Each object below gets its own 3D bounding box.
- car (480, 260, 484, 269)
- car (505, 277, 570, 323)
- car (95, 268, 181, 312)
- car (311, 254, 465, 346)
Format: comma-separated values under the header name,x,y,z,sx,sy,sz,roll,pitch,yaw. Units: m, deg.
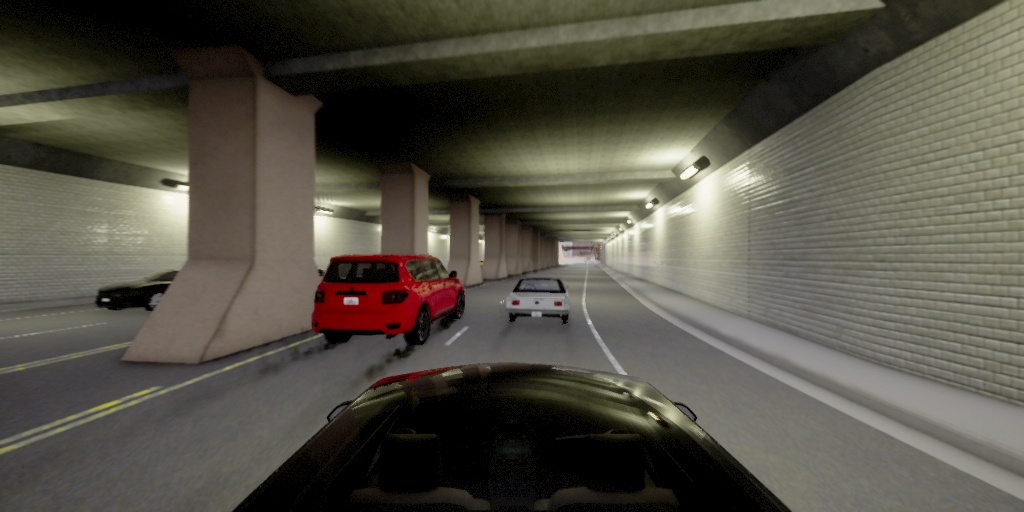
name,x,y,z,sx,sy,sz,roll,pitch,yaw
car,-4.446,1.363,56.154,1.882,1.535,5.008,0,0,12
car,1.020,1.388,12.451,1.895,1.301,4.718,0,0,8
car,-13.030,1.190,14.292,1.882,1.535,5.008,0,0,9
car,-2.862,0.978,9.643,2.150,2.045,5.566,0,0,6
